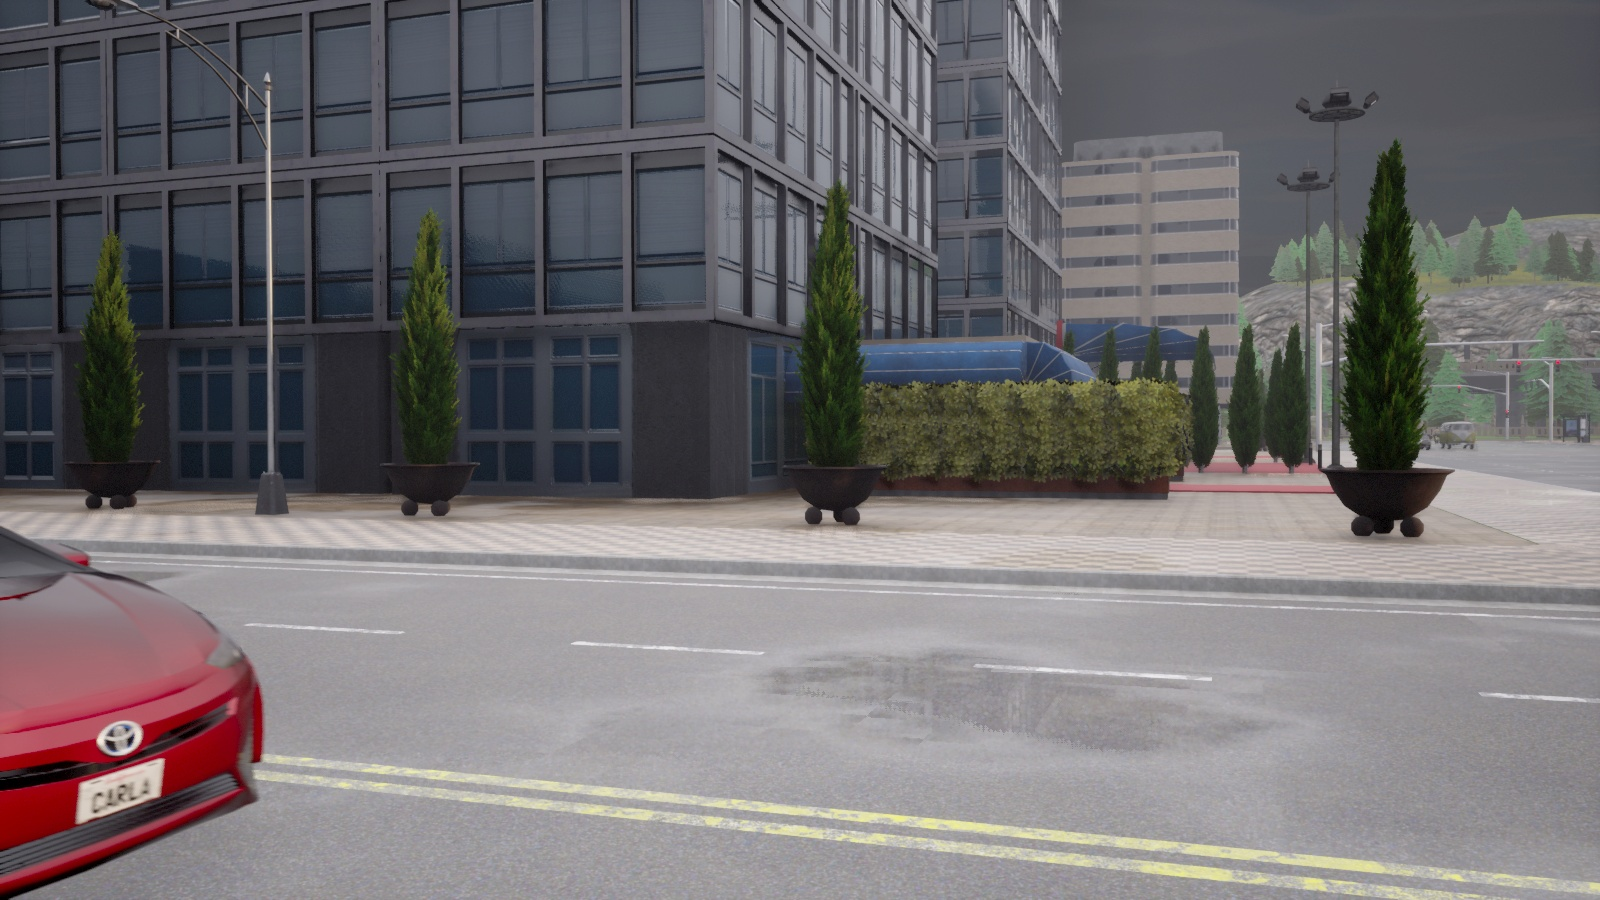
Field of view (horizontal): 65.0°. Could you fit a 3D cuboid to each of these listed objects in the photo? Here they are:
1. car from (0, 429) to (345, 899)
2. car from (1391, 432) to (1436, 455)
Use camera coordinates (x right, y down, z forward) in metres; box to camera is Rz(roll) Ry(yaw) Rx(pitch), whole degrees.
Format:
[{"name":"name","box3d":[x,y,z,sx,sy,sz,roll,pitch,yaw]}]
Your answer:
[{"name":"car","box3d":[-4.214,0.684,4.611,4.514,1.525,2.007,1,1,19]},{"name":"car","box3d":[42.590,-0.455,87.296,2.128,1.511,4.902,1,1,18]}]
